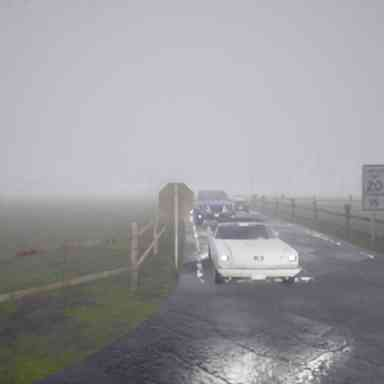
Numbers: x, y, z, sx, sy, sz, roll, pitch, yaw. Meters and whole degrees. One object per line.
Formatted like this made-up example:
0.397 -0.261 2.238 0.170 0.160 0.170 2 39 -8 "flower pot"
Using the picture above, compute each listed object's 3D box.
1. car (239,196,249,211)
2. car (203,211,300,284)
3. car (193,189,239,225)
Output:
3.732 1.036 28.940 1.812 1.442 4.674 0 1 -3 "car"
1.415 1.446 9.225 1.895 1.301 4.718 0 1 0 "car"
1.241 0.874 20.971 2.150 2.045 5.566 0 1 -2 "car"
